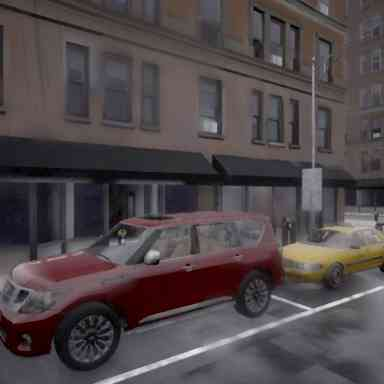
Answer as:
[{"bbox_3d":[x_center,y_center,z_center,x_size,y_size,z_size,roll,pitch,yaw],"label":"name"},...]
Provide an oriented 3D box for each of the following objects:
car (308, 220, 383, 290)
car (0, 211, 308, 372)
[{"bbox_3d":[3.990,1.523,9.047,4.829,1.417,1.752,0,0,-35],"label":"car"},{"bbox_3d":[-0.493,1.313,5.848,5.009,1.841,2.192,0,0,-35],"label":"car"}]
